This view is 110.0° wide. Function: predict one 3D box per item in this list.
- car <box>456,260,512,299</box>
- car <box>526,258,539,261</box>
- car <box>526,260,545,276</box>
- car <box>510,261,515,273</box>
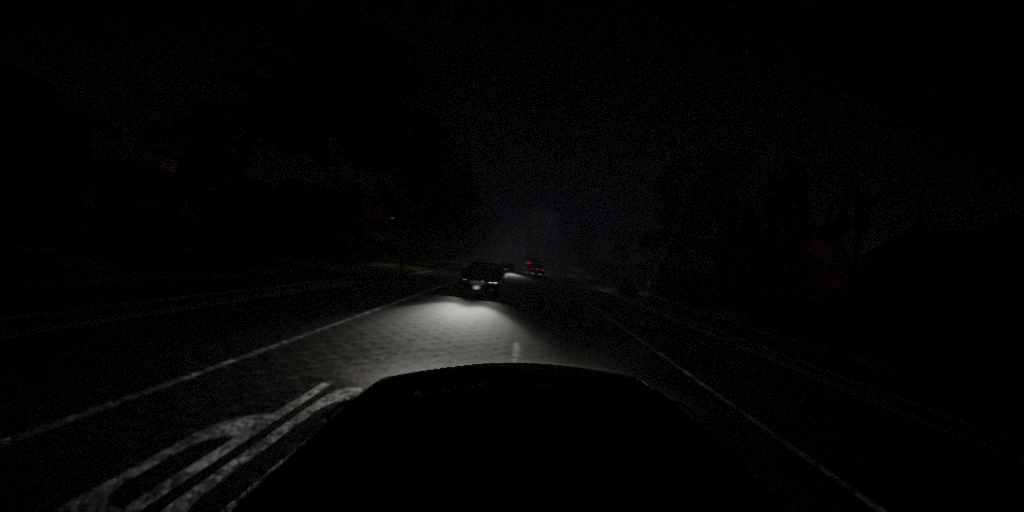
[{"bbox_3d":[-1.375,1.048,17.294,2.128,1.511,4.902,7,0,2],"label":"car"},{"bbox_3d":[3.479,1.321,58.377,2.150,2.045,5.566,7,0,2],"label":"car"},{"bbox_3d":[3.024,1.626,43.980,2.033,1.411,5.357,7,0,2],"label":"car"},{"bbox_3d":[-0.569,1.232,43.464,1.895,1.301,4.718,7,0,2],"label":"car"}]
